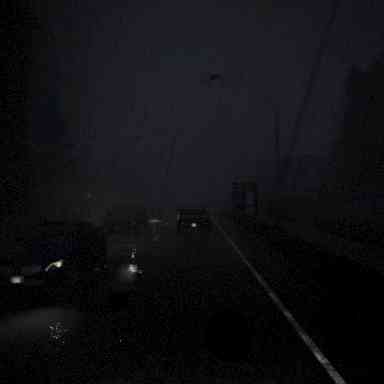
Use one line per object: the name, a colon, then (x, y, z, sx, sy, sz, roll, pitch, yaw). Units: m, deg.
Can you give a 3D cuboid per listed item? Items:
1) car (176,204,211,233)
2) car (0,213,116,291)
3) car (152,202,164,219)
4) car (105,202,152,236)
car: (0.101, 1.476, 19.454, 2.128, 1.511, 4.902, 0, 0, 0)
car: (-3.585, 1.519, 9.098, 1.812, 1.442, 4.674, 0, 0, -1)
car: (-3.530, 1.542, 28.358, 1.994, 1.385, 4.181, 0, 0, 1)
car: (-3.586, 1.463, 18.387, 1.882, 1.535, 5.008, 0, 0, 0)
